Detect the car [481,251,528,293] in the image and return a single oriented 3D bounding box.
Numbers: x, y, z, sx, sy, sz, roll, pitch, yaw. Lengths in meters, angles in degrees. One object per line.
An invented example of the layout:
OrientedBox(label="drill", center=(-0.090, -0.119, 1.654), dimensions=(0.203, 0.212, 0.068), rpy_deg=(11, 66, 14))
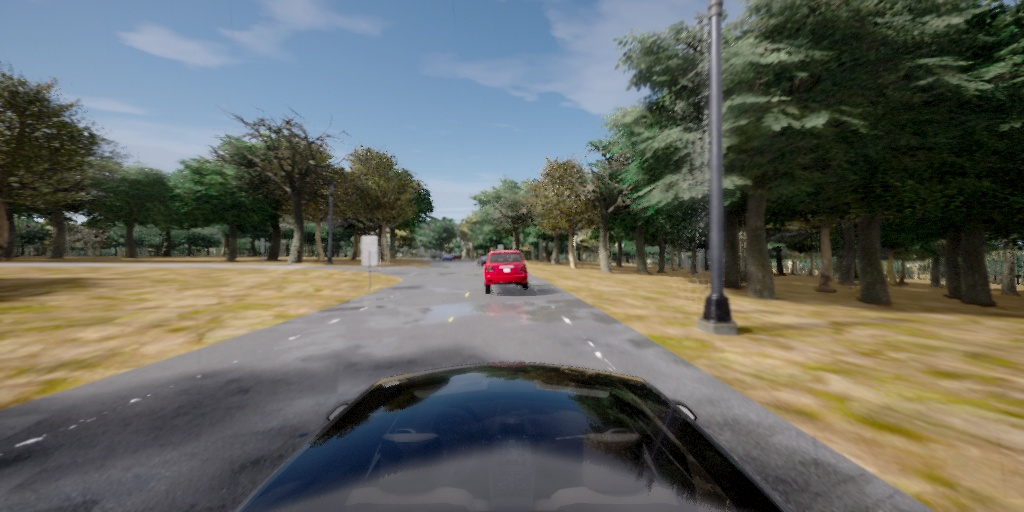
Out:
OrientedBox(label="car", center=(-0.437, 0.767, 19.432), dimensions=(2.150, 2.045, 5.566), rpy_deg=(-2, 0, -4))

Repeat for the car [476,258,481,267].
OrientedBox(label="car", center=(-3.401, 0.705, 46.254), dimensions=(2.033, 1.411, 5.357), rpy_deg=(-1, 1, -14))
